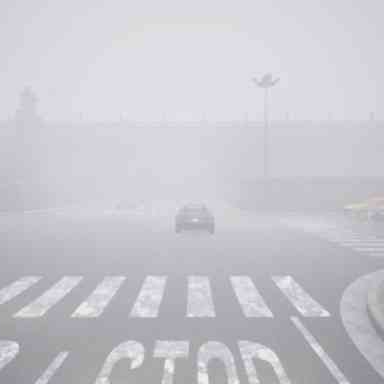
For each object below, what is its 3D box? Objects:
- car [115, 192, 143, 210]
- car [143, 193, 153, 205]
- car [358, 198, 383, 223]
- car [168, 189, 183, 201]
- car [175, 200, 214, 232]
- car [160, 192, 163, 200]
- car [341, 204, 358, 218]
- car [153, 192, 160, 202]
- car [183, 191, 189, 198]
[{"bbox_3d":[-7.002,0.944,36.410,2.097,1.767,4.553,0,1,0],"label":"car"},{"bbox_3d":[-6.977,1.092,45.421,1.895,1.301,4.718,0,1,0],"label":"car"},{"bbox_3d":[13.153,1.211,20.076,4.902,1.511,2.128,0,1,0],"label":"car"},{"bbox_3d":[-3.252,0.531,61.647,2.150,2.045,5.566,0,1,0],"label":"car"},{"bbox_3d":[0.146,1.321,18.136,1.994,1.385,4.181,0,0,0],"label":"car"},{"bbox_3d":[-6.841,0.770,65.633,1.837,1.490,4.892,0,1,0],"label":"car"},{"bbox_3d":[13.254,1.158,23.570,5.008,1.535,1.882,0,1,0],"label":"car"},{"bbox_3d":[-6.917,0.904,55.526,1.812,1.442,4.674,0,1,0],"label":"car"},{"bbox_3d":[-2.243,0.481,78.188,2.097,1.767,4.553,0,1,14],"label":"car"}]
